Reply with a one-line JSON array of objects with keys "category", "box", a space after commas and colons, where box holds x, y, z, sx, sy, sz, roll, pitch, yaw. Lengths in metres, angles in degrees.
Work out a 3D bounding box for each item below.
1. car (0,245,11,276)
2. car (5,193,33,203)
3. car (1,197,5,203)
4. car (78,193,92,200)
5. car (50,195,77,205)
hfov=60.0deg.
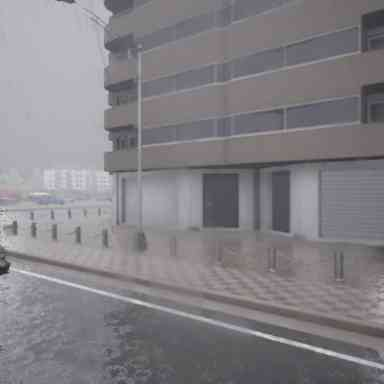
[{"category": "car", "box": [-6.885, 1.563, 8.792, 5.357, 1.411, 2.033, 0, 0, 36]}, {"category": "car", "box": [-39.202, 1.315, 75.704, 1.932, 1.855, 4.605, 0, 0, 35]}, {"category": "car", "box": [-41.532, 1.530, 77.425, 1.784, 1.438, 3.905, 0, 0, 35]}, {"category": "car", "box": [-29.126, 1.318, 90.037, 1.905, 1.878, 3.866, 0, 0, 35]}, {"category": "car", "box": [-25.337, 1.534, 66.044, 1.970, 1.475, 3.806, 0, 0, 35]}]
